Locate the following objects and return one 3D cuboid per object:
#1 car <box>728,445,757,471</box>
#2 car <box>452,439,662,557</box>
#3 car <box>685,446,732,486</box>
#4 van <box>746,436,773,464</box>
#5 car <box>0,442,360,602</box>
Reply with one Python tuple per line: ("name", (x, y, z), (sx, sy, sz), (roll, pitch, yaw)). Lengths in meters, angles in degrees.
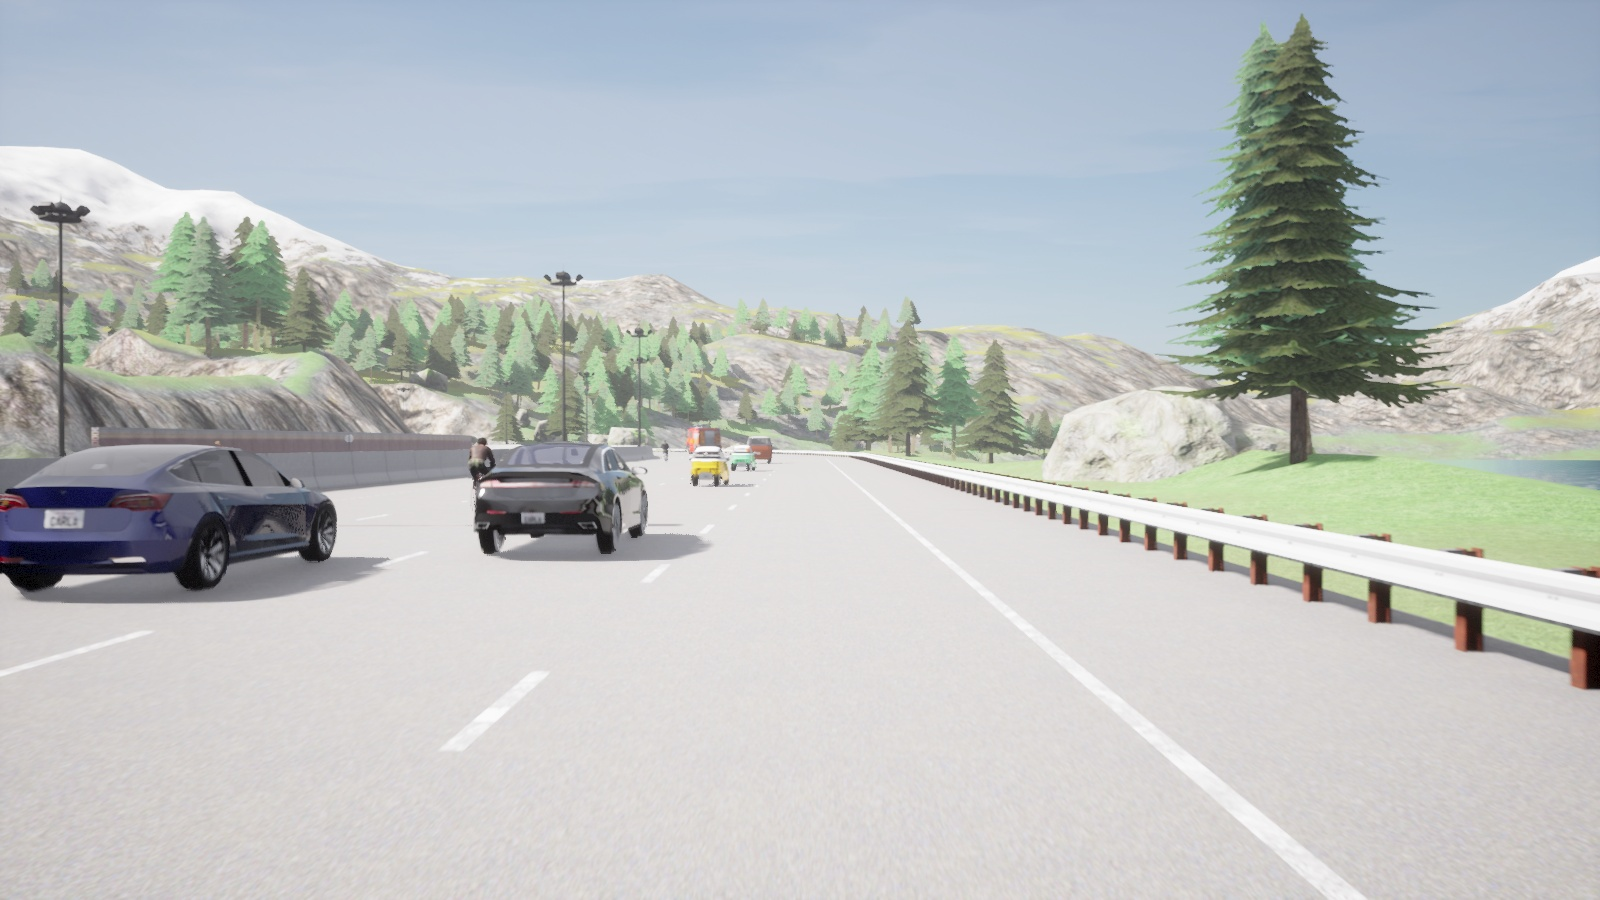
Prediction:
("car", (-3.094, 0.416, 67.827), (1.481, 1.376, 2.207), (0, 1, 0))
("car", (-3.378, 0.595, 18.523), (2.128, 1.511, 4.902), (0, 0, 0))
("car", (-3.229, 0.548, 44.420), (1.481, 1.376, 2.207), (0, 1, 0))
("van", (-2.952, -0.024, 92.449), (1.775, 1.987, 4.442), (0, 0, 0))
("car", (-6.903, 0.661, 14.172), (2.163, 1.488, 4.792), (0, 0, 0))
